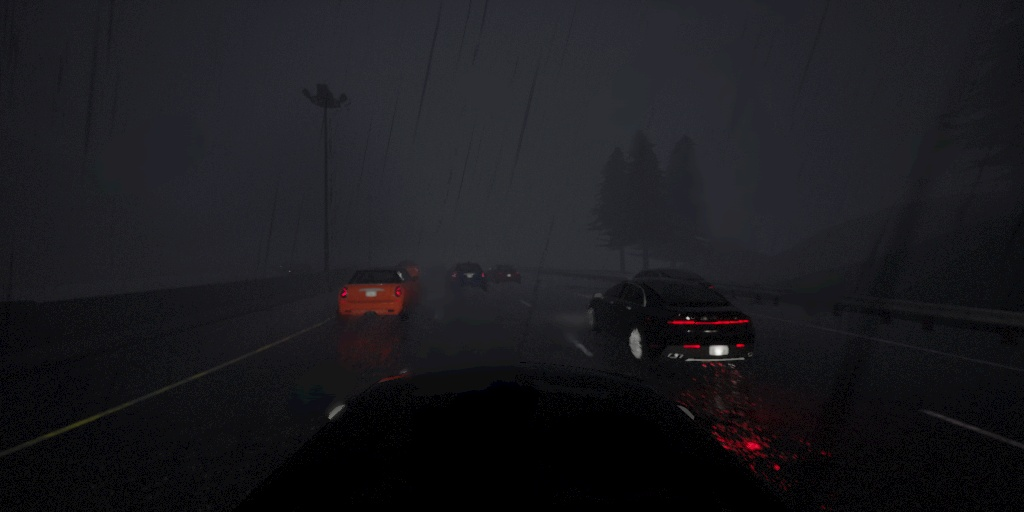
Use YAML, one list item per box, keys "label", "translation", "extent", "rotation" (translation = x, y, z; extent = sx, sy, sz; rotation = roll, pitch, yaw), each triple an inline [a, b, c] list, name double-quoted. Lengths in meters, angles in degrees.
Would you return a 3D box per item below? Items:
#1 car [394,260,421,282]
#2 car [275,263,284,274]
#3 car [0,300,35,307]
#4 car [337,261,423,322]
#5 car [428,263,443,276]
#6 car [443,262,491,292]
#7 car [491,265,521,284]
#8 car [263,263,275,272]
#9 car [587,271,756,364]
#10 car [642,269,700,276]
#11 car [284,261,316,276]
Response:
- label: "car"
  translation: [-9.407, 1.237, 32.165]
  extent: [2.097, 1.767, 4.553]
  rotation: [0, 0, -17]
- label: "car"
  translation: [-29.206, 1.420, 47.531]
  extent: [2.097, 1.767, 4.553]
  rotation: [0, 0, -17]
- label: "car"
  translation: [-14.547, 1.474, 8.071]
  extent: [1.895, 1.301, 4.718]
  rotation: [0, 0, -6]
- label: "car"
  translation: [-4.480, 1.159, 12.839]
  extent: [2.097, 1.767, 4.553]
  rotation: [0, 0, -7]
- label: "car"
  translation: [-8.339, 1.458, 40.368]
  extent: [1.994, 1.385, 4.181]
  rotation: [0, 0, -18]
- label: "car"
  translation: [-2.906, 1.167, 22.342]
  extent: [2.097, 1.767, 4.553]
  rotation: [0, 0, -14]
- label: "car"
  translation: [-0.761, 1.375, 27.730]
  extent: [1.994, 1.385, 4.181]
  rotation: [0, 0, -16]
- label: "car"
  translation: [-34.741, 1.722, 53.429]
  extent: [1.895, 1.301, 4.718]
  rotation: [0, 0, -17]
- label: "car"
  translation: [3.104, 1.245, 8.067]
  extent: [1.837, 1.490, 4.892]
  rotation: [0, 0, -4]
- label: "car"
  translation: [5.884, 1.237, 14.262]
  extent: [1.837, 1.490, 4.892]
  rotation: [0, 0, -7]
- label: "car"
  translation: [-22.776, 1.526, 38.910]
  extent: [1.812, 1.442, 4.674]
  rotation: [0, 0, -18]
